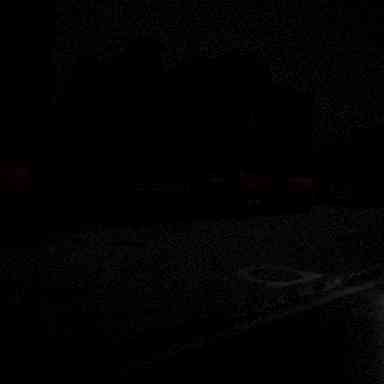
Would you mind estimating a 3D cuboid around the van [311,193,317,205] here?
[{"bbox_3d":[16.733,0.994,49.809,1.690,1.788,3.998,-1,0,-36],"label":"van"}]

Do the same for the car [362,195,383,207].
[{"bbox_3d":[23.139,1.060,40.927,1.967,1.590,4.097,-1,0,-36],"label":"car"}]

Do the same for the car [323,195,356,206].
[{"bbox_3d":[19.937,1.076,45.368,1.967,1.590,4.097,-1,0,-36],"label":"car"}]
